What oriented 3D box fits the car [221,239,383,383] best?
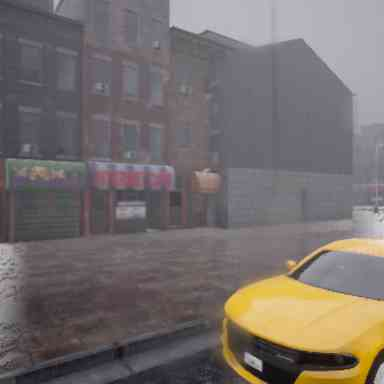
[{"bbox_3d":[2.676,1.491,4.921,5.008,1.535,1.882,0,0,-35],"label":"car"}]
